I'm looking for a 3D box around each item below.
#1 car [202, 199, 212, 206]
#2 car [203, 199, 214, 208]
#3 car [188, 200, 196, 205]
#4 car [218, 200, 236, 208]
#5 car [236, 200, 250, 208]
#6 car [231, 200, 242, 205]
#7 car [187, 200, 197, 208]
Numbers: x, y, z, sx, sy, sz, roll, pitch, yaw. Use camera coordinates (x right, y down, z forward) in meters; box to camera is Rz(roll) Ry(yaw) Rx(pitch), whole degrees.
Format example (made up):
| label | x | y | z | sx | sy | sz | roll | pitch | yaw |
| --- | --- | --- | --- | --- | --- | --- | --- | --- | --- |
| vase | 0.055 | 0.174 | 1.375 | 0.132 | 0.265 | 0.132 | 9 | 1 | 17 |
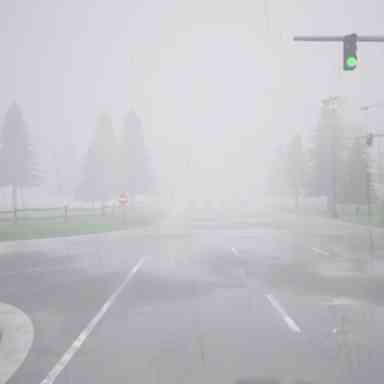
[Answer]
| label | x | y | z | sx | sy | sz | roll | pitch | yaw |
| --- | --- | --- | --- | --- | --- | --- | --- | --- | --- |
| car | 3.513 | 2.372 | 78.274 | 2.128 | 1.511 | 4.902 | 0 | -1 | 0 |
| car | 3.511 | 2.356 | 67.853 | 1.882 | 1.535 | 5.008 | 0 | -1 | 0 |
| car | 0.013 | 2.442 | 78.304 | 1.895 | 1.301 | 4.718 | 0 | -1 | 0 |
| car | 7.011 | 2.376 | 67.852 | 2.128 | 1.511 | 4.902 | 0 | -1 | 0 |
| car | 10.511 | 2.420 | 67.851 | 2.033 | 1.411 | 5.357 | 0 | -1 | 0 |
| car | 10.513 | 2.442 | 78.302 | 1.895 | 1.301 | 4.718 | 0 | -1 | 0 |
| car | 0.011 | 2.374 | 67.854 | 2.128 | 1.511 | 4.902 | 0 | -1 | 0 |
